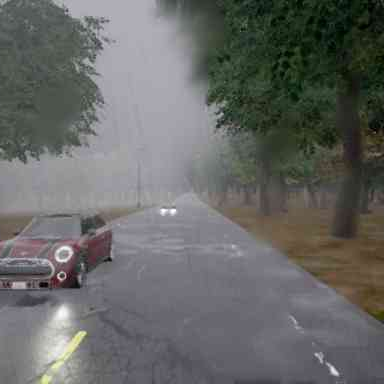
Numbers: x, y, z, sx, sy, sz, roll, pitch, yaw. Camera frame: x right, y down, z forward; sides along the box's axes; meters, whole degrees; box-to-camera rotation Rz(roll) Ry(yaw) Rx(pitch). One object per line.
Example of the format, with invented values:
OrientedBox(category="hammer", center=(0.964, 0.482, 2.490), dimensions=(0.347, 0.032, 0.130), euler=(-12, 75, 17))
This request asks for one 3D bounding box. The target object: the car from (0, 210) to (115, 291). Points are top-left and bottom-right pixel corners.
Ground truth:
OrientedBox(category="car", center=(-3.600, 1.365, 9.174), dimensions=(2.097, 1.767, 4.553), euler=(0, 0, 0))

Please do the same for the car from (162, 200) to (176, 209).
OrientedBox(category="car", center=(-3.564, 1.940, 51.692), dimensions=(1.895, 1.301, 4.718), euler=(0, -1, 0))
